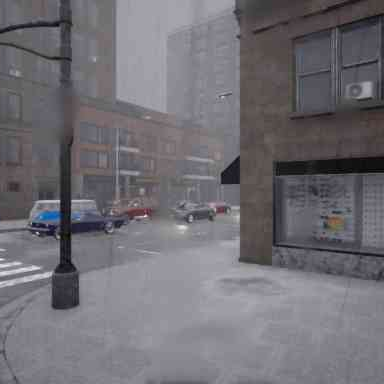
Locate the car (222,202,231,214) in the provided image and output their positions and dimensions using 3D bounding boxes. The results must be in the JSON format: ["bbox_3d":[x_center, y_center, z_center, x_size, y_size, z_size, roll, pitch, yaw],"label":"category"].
[{"bbox_3d":[2.276,1.575,33.364,1.887,1.381,4.507,0,0,36],"label":"car"}]

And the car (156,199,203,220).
[{"bbox_3d":[-1.002,1.466,28.829,1.967,1.590,4.097,0,0,36],"label":"car"}]

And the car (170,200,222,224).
[{"bbox_3d":[0.062,1.530,25.589,1.837,1.490,4.892,0,0,36],"label":"car"}]

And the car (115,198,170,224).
[{"bbox_3d":[-4.279,1.337,24.293,2.192,1.841,5.009,0,0,36],"label":"car"}]

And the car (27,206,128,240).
[{"bbox_3d":[-5.920,1.617,17.353,1.895,1.301,4.718,0,0,37],"label":"car"}]

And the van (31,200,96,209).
[{"bbox_3d":[-7.556,1.358,19.757,1.690,1.788,3.998,0,0,36],"label":"van"}]
